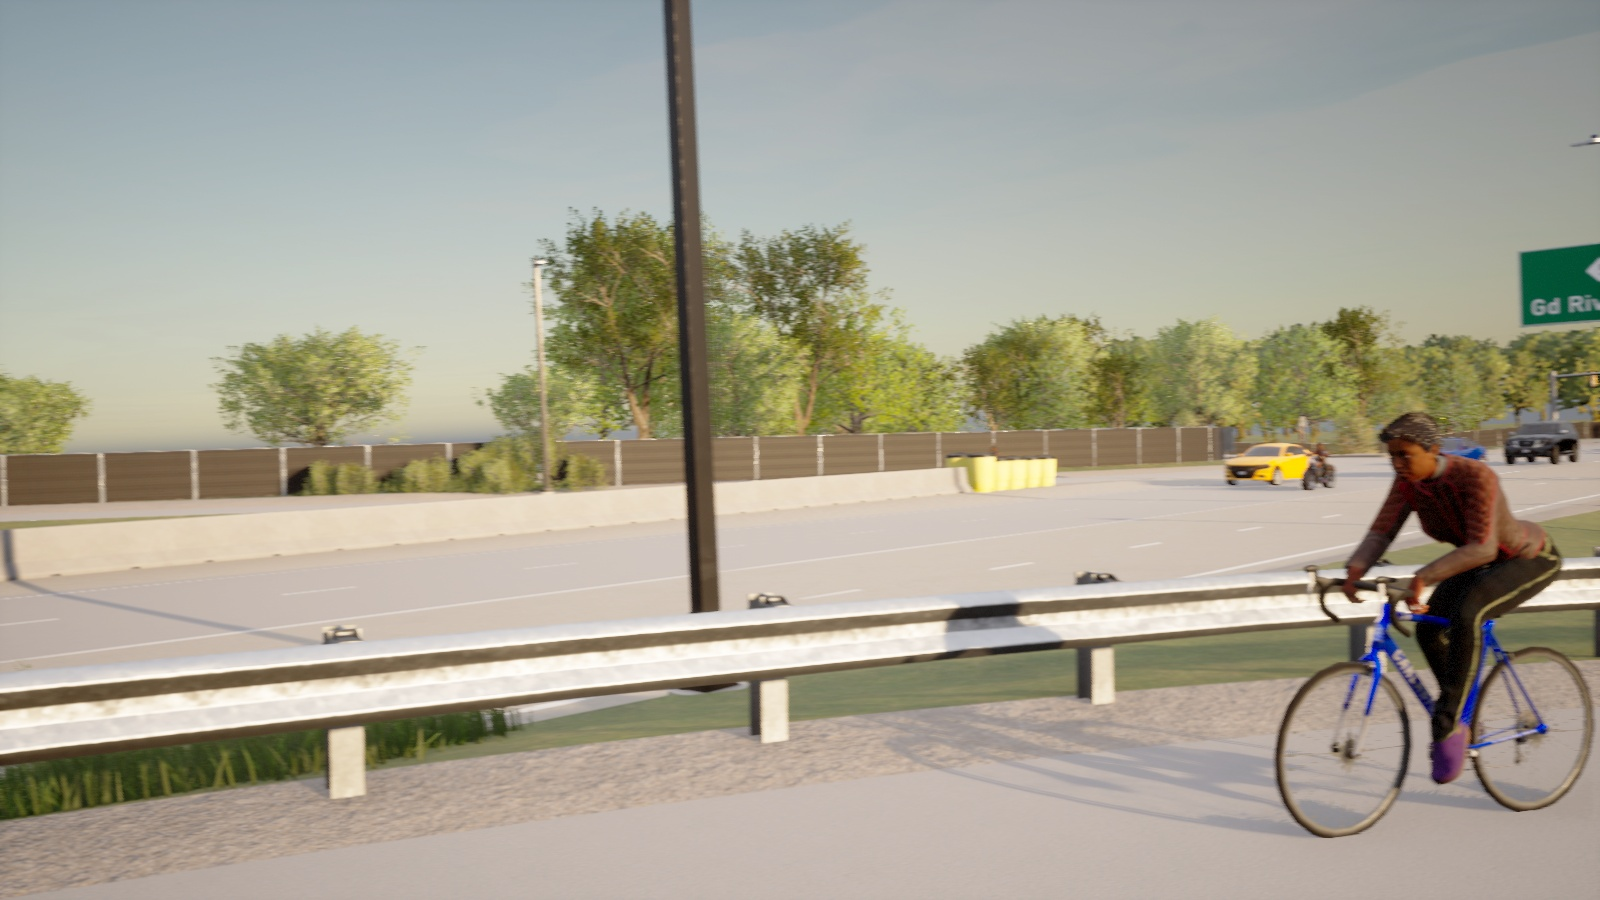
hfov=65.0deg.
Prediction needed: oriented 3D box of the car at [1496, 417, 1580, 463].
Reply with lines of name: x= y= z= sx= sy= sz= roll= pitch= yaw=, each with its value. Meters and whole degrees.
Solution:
car: x=35.510 y=-0.519 z=60.353 sx=2.150 sy=2.045 sz=5.566 roll=-2 pitch=1 yaw=45

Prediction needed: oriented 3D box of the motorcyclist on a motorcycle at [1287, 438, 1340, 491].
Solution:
motorcyclist on a motorcycle: x=17.072 y=0.463 z=41.717 sx=0.766 sy=1.649 sz=2.350 roll=-2 pitch=1 yaw=45

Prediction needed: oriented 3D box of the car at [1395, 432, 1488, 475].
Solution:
car: x=25.916 y=0.128 z=50.653 sx=1.882 sy=1.535 sz=5.008 roll=-2 pitch=1 yaw=45

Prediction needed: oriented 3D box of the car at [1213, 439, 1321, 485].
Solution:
car: x=17.615 y=0.434 z=47.240 sx=1.882 sy=1.535 sz=5.008 roll=-2 pitch=1 yaw=45

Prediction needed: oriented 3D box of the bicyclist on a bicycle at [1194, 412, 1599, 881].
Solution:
bicyclist on a bicycle: x=2.412 y=0.668 z=4.897 sx=1.656 sy=1.620 sz=0.582 roll=-1 pitch=1 yaw=-20
